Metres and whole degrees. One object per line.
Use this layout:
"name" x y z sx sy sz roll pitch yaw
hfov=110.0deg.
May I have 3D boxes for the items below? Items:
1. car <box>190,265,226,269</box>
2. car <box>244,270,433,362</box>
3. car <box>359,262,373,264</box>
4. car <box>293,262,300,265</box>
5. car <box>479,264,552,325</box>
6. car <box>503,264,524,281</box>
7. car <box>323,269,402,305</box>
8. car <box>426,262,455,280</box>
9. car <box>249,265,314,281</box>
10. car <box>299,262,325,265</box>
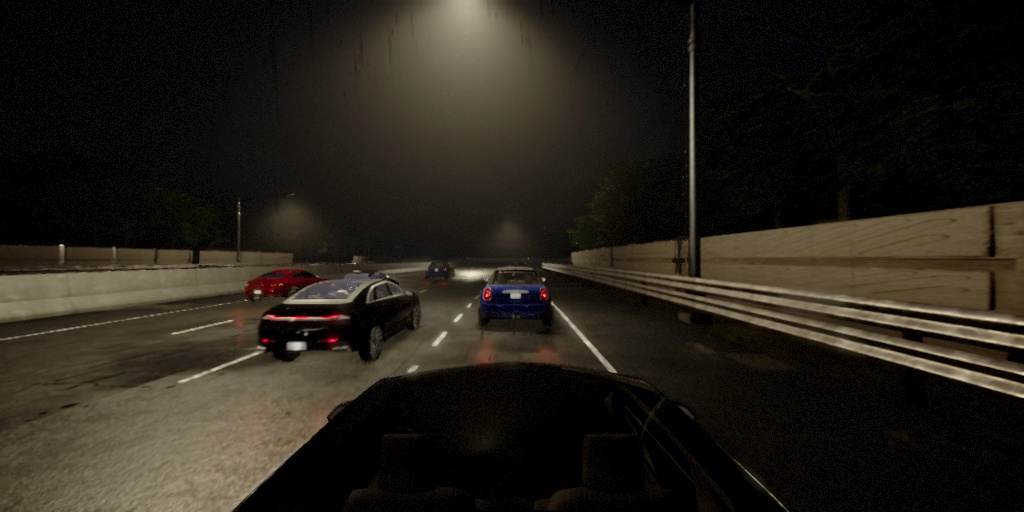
"car" -24.594 1.460 28.843 2.033 1.411 5.357 0 -1 0
"car" -3.499 1.253 8.252 2.128 1.511 4.902 0 0 0
"car" -21.024 1.668 51.390 1.837 1.490 4.892 0 -1 1
"car" -31.493 1.664 53.418 1.882 1.535 5.008 0 -1 0
"car" 0.102 1.128 12.008 2.097 1.767 4.553 0 0 0
"car" 0.119 1.489 33.303 1.812 1.442 4.674 0 -1 0
"car" -6.897 1.369 17.045 1.994 1.385 4.181 0 0 0
"car" -6.894 1.332 34.852 2.097 1.767 4.553 0 -1 0
"car" -10.384 1.330 16.957 1.812 1.442 4.674 0 0 0
"car" -28.014 1.727 51.536 1.994 1.385 4.181 0 -1 1
